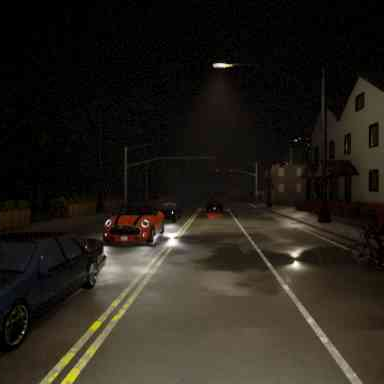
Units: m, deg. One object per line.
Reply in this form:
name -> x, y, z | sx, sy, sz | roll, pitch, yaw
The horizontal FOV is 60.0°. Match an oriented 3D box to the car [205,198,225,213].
car -> 2.479, 1.443, 36.441 | 1.837, 1.490, 4.892 | 0, 0, 4

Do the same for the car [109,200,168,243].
car -> -2.624, 1.324, 15.888 | 2.097, 1.767, 4.553 | 0, 0, 4

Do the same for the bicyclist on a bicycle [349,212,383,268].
bicyclist on a bicycle -> 5.470, 1.405, 9.774 | 1.656, 1.620, 0.582 | 0, 0, 4

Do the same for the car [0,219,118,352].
car -> -3.266, 1.535, 6.455 | 2.033, 1.411, 5.357 | 0, 0, 4

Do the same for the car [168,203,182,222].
car -> -1.946, 1.556, 25.726 | 1.895, 1.301, 4.718 | 0, 0, 4
